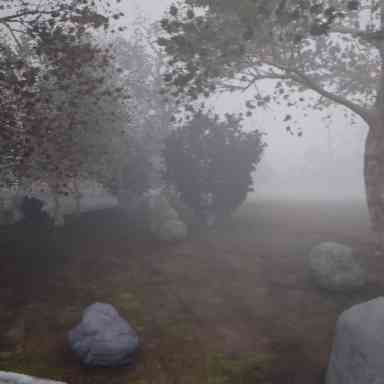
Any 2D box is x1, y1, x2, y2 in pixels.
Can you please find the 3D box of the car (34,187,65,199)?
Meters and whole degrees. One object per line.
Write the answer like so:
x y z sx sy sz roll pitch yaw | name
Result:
-20.402 0.034 47.531 4.553 1.767 2.097 1 2 23 | car

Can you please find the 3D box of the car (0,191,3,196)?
-31.618 -0.005 51.919 4.674 1.442 1.812 1 2 21 | car
